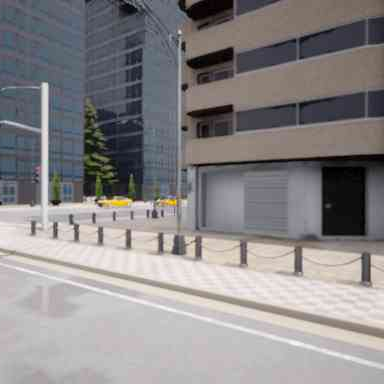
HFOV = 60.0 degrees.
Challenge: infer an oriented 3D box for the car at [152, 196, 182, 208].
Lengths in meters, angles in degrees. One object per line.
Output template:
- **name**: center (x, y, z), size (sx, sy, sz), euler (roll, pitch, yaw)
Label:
- **car**: center (-3.464, 1.328, 46.338), size (1.882, 1.535, 5.008), euler (0, 0, 36)

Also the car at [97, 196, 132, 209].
- **car**: center (-10.013, 1.315, 43.277), size (1.882, 1.535, 5.008), euler (0, 0, 36)
